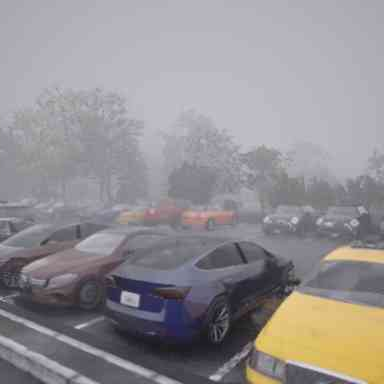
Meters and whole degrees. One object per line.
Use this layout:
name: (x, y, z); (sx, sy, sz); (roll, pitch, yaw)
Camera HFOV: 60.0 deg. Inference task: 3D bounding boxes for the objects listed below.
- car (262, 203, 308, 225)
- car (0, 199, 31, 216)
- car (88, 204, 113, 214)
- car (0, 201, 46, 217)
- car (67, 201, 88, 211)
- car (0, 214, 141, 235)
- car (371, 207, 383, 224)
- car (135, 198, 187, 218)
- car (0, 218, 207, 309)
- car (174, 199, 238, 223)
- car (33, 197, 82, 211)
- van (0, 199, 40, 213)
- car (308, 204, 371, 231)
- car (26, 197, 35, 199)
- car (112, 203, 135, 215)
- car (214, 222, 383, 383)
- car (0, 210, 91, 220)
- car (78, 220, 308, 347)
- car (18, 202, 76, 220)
car: (5.731, 1.466, 19.040); (2.185, 1.767, 4.553); (-1, 0, 36)
car: (-21.353, 1.748, 38.406); (2.185, 1.767, 4.553); (-1, 0, 36)
car: (-5.493, 1.713, 27.066); (2.097, 1.535, 5.008); (-1, 0, 36)
car: (-19.068, 1.852, 36.811); (2.097, 1.535, 5.008); (-1, 0, 36)
car: (-7.776, 1.766, 28.662); (2.163, 1.488, 4.792); (-1, 0, 36)
car: (-4.090, 1.645, 9.915); (2.163, 1.488, 4.792); (-1, 0, 36)
car: (10.354, 1.290, 15.717); (2.435, 2.045, 5.566); (-1, 0, 36)
car: (-1.058, 1.414, 23.910); (2.435, 2.045, 5.566); (-1, 0, 36)
car: (-1.811, 1.631, 8.317); (2.002, 1.452, 4.674); (-1, 0, 36)
car: (1.271, 1.514, 22.165); (2.185, 1.767, 4.553); (-1, 0, 36)
car: (-12.265, 1.659, 31.960); (2.185, 1.767, 4.553); (-1, 0, 36)
van: (-8.766, 1.440, 13.164); (1.878, 1.987, 4.442); (-1, 0, 36)
car: (7.993, 1.442, 17.416); (2.185, 1.767, 4.553); (-1, 0, 36)
car: (-16.825, 1.578, 35.160); (2.435, 2.045, 5.566); (-1, 0, 36)
car: (-3.227, 1.687, 25.661); (1.946, 1.575, 5.366); (-1, 0, 36)
car: (2.601, 1.539, 4.919); (1.946, 1.575, 5.366); (-1, 0, 36)
car: (-6.338, 1.641, 11.557); (2.231, 1.521, 4.892); (-1, 0, 36)
car: (0.465, 1.596, 6.716); (2.163, 1.488, 4.792); (-1, 0, 36)
car: (-14.542, 1.809, 33.563); (2.231, 1.521, 4.892); (-1, 0, 36)
